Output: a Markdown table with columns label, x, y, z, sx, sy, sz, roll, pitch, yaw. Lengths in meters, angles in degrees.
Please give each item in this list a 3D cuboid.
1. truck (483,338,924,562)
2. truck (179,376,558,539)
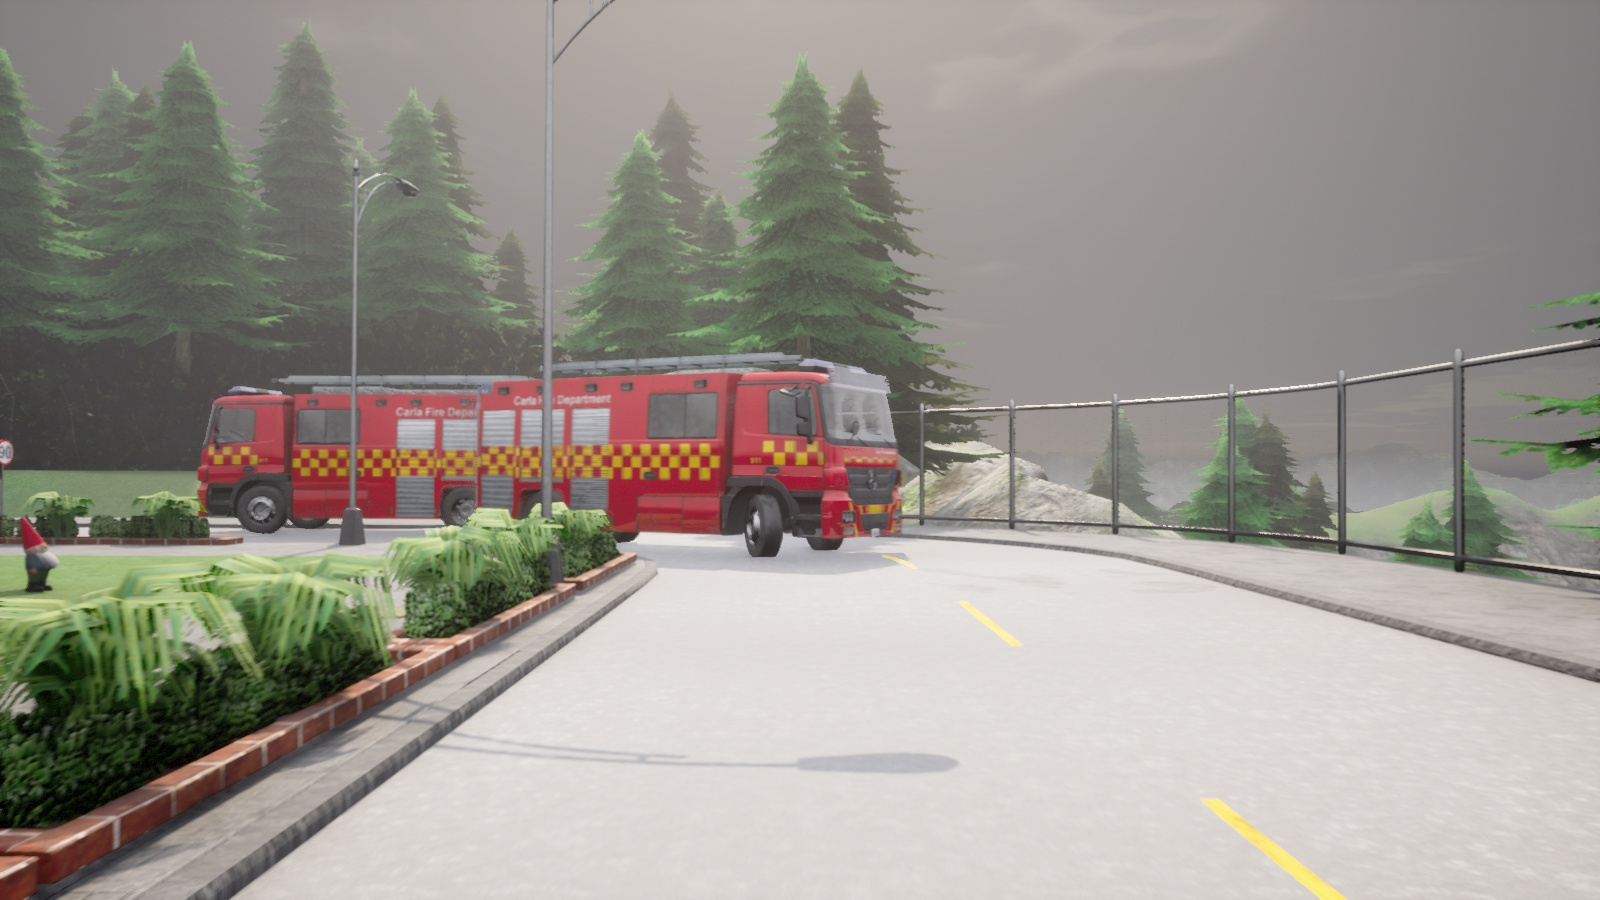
| label | x | y | z | sx | sy | sz | roll | pitch | yaw |
| --- | --- | --- | --- | --- | --- | --- | --- | --- | --- |
| truck | -2.046 | 0.074 | 24.764 | 8.468 | 3.827 | 2.891 | -1 | -1 | 30 |
| truck | -10.570 | 0.216 | 31.298 | 8.468 | 3.827 | 2.891 | 0 | -1 | 4 |
